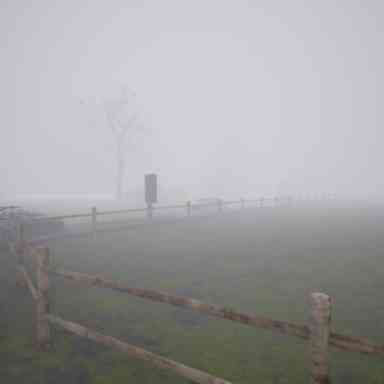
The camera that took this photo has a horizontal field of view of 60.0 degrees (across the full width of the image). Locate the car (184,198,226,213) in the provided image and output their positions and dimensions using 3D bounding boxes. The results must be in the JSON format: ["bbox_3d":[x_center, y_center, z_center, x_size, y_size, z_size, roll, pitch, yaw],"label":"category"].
[{"bbox_3d":[1.407,1.253,32.380,2.033,1.411,5.357,-1,0,35],"label":"car"}]

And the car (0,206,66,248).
[{"bbox_3d":[-7.468,1.336,13.936,2.128,1.511,4.902,-2,0,20],"label":"car"}]

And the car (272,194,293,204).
[{"bbox_3d":[13.495,0.996,49.623,2.128,1.511,4.902,-1,0,35],"label":"car"}]
